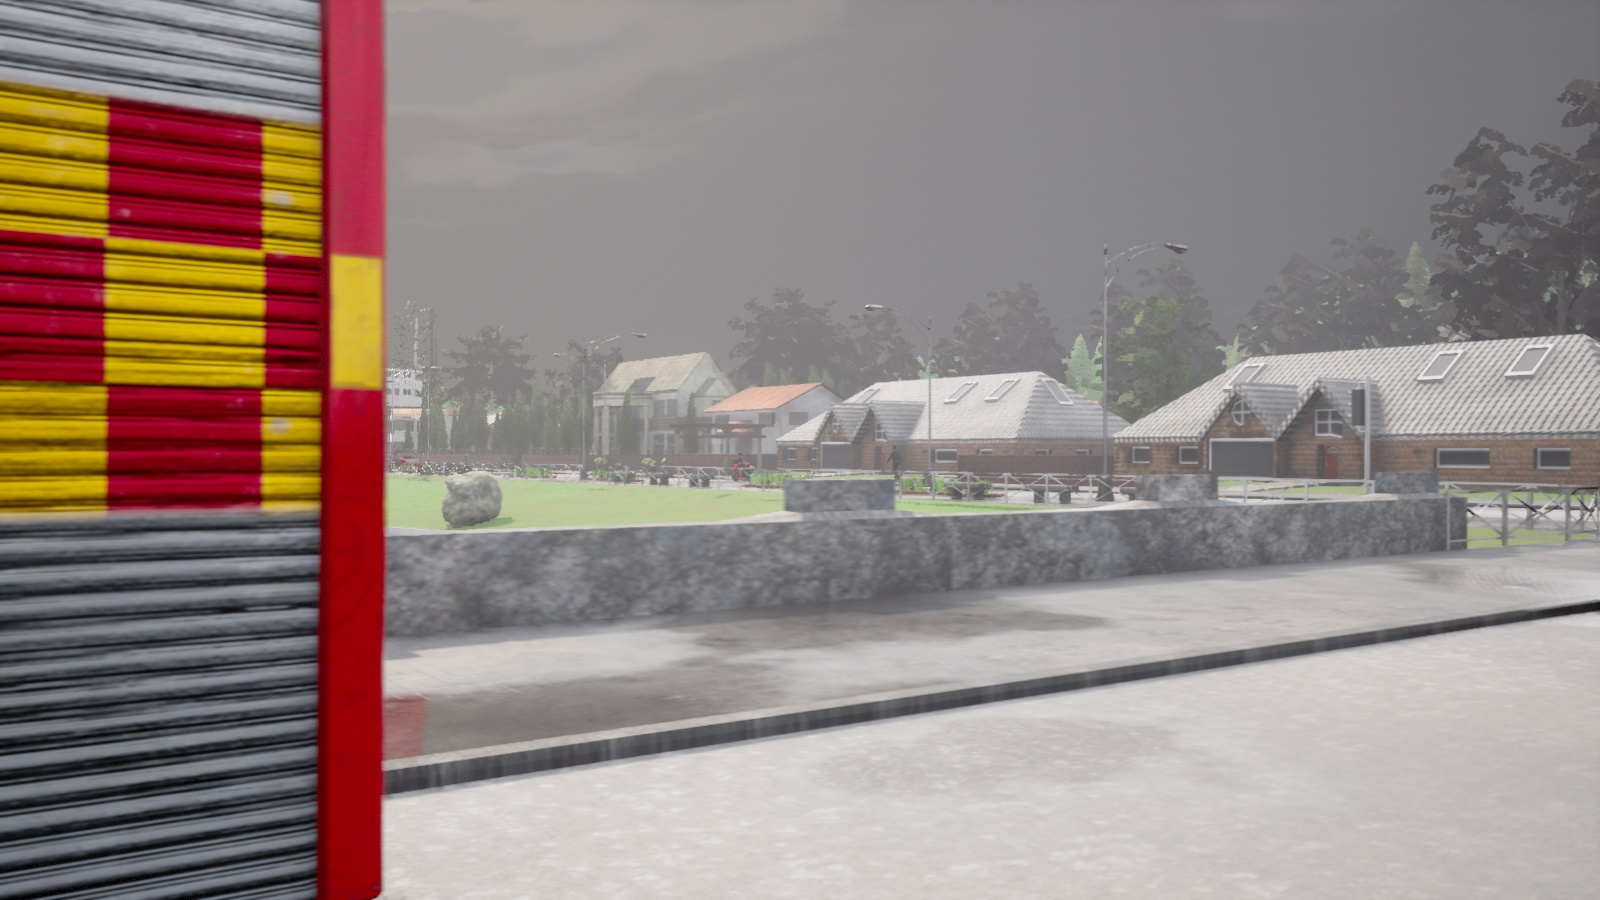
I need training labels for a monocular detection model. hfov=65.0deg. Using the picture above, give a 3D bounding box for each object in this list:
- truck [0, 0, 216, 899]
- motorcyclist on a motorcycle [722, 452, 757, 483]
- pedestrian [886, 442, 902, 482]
[{"bbox_3d":[-5.183,-0.407,0.664,8.468,3.827,2.891,0,0,-35],"label":"truck"},{"bbox_3d":[-3.103,0.891,64.359,0.797,1.523,2.044,0,0,-35],"label":"motorcyclist on a motorcycle"},{"bbox_3d":[4.647,0.597,62.188,0.423,1.949,0.788,0,0,-32],"label":"pedestrian"}]
